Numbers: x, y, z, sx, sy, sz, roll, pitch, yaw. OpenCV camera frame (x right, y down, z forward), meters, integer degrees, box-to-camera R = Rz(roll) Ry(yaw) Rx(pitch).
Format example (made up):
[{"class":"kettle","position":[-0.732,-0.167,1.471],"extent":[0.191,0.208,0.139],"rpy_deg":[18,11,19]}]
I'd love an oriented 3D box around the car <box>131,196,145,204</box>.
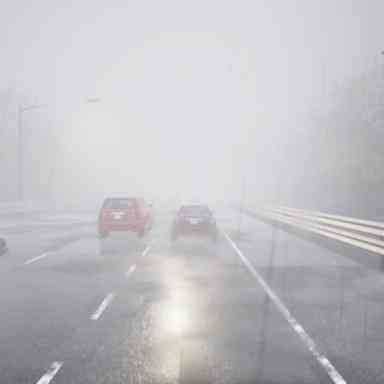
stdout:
[{"class":"car","position":[-10.125,1.484,62.543],"extent":[1.882,1.535,5.008],"rpy_deg":[0,0,0]}]

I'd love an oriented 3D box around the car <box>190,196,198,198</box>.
[{"class":"car","position":[0.389,1.510,64.302],"extent":[1.837,1.490,4.892],"rpy_deg":[0,0,0]}]

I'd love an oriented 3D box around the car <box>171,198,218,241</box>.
[{"class":"car","position":[0.111,1.350,16.726],"extent":[2.097,1.767,4.553],"rpy_deg":[0,0,0]}]

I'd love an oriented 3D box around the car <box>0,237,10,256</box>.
[{"class":"car","position":[-6.904,1.546,8.407],"extent":[2.033,1.411,5.357],"rpy_deg":[0,0,0]}]

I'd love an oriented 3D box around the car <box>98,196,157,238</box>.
[{"class":"car","position":[-3.387,1.222,17.863],"extent":[2.150,2.045,5.566],"rpy_deg":[0,0,0]}]

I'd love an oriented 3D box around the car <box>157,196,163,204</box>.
[{"class":"car","position":[-6.611,1.554,64.245],"extent":[2.033,1.411,5.357],"rpy_deg":[0,0,0]}]

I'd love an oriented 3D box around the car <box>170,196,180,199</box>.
[{"class":"car","position":[-3.113,1.510,64.220],"extent":[1.837,1.490,4.892],"rpy_deg":[0,0,0]}]
